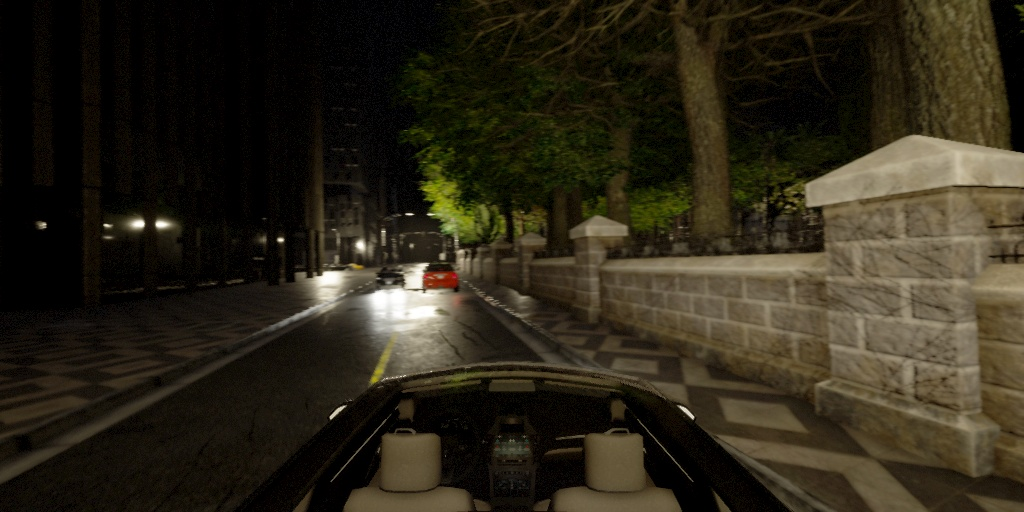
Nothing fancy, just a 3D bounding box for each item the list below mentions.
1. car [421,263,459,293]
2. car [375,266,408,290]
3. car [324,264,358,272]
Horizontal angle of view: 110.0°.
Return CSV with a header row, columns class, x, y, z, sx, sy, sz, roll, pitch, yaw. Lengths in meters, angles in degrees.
class,x,y,z,sx,sy,sz,roll,pitch,yaw
car,-4.471,1.201,22.111,2.097,1.767,4.553,-1,0,-13
car,-8.296,1.434,24.965,2.128,1.511,4.902,-1,0,-13
car,-28.128,1.928,58.461,4.403,1.370,2.007,0,0,-13
